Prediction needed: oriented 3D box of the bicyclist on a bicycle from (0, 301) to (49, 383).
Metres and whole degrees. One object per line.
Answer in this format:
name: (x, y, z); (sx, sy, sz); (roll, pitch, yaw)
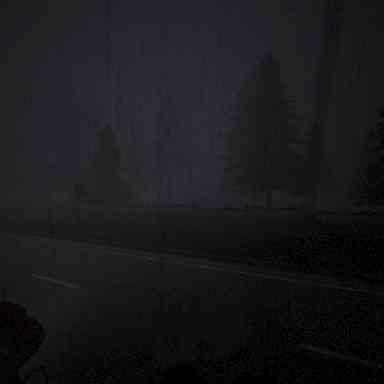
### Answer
bicyclist on a bicycle: (-1.425, 1.455, 2.422); (0.582, 1.620, 1.656); (0, 2, 1)
